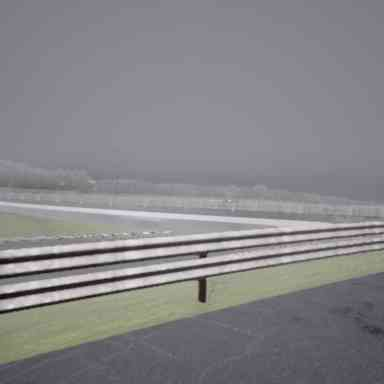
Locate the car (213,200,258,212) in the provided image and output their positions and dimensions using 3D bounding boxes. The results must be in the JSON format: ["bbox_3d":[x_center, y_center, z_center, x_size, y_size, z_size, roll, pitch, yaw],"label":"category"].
[{"bbox_3d":[5.104,1.691,39.448,5.357,1.411,2.033,2,-1,26],"label":"car"}]

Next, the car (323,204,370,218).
[{"bbox_3d":[17.804,2.186,38.380,4.902,1.511,2.128,2,-1,14],"label":"car"}]
